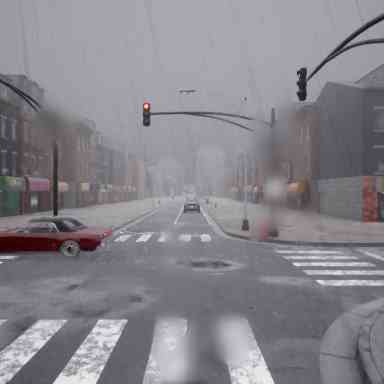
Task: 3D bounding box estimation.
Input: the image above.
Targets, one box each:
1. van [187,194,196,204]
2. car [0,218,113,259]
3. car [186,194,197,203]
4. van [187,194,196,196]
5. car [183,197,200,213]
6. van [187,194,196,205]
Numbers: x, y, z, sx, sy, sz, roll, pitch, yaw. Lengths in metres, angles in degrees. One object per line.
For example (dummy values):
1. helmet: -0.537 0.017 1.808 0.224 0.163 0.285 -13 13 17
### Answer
1. van: -0.112 1.348 64.740 1.690 1.788 3.998 0 0 0
2. car: -5.379 1.582 11.878 4.718 1.301 1.895 0 0 0
3. car: -0.132 1.326 70.345 2.192 1.841 5.009 0 0 0
4. van: -0.073 1.341 53.529 1.690 1.788 3.998 0 0 0
5. car: -0.012 1.563 36.712 1.947 1.339 4.313 0 0 0
6. van: -0.093 1.344 59.135 1.690 1.788 3.998 0 0 0
